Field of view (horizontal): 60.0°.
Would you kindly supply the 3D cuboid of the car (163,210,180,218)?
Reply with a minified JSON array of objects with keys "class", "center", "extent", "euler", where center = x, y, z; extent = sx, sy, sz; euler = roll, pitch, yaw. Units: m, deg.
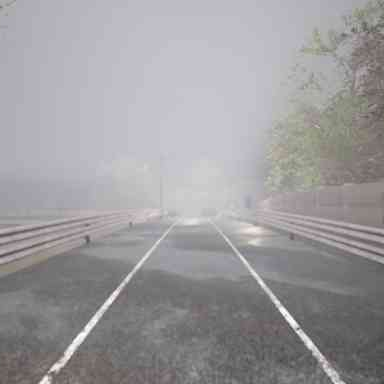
[{"class":"car","center":[-4.479,4.431,67.235],"extent":[1.837,1.490,4.892],"euler":[-2,-4,39]}]

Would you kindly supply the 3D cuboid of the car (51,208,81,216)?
[{"class":"car","center":[-19.622,3.287,52.364],"extent":[4.553,1.767,2.097],"euler":[3,-5,-40]}]

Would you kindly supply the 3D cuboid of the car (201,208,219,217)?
[{"class":"car","center":[4.314,4.931,79.111],"extent":[2.150,2.045,5.566],"euler":[-2,-4,31]}]
